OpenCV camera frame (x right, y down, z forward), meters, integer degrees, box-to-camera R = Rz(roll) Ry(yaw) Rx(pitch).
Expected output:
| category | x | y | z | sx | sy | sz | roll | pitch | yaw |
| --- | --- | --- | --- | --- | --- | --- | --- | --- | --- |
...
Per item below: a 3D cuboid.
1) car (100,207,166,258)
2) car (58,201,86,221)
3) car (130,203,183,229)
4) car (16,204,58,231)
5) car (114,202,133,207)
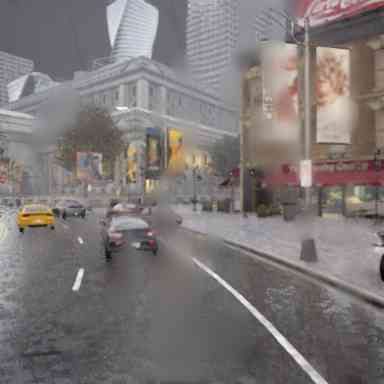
| category | x | y | z | sx | sy | sz | roll | pitch | yaw |
| --- | --- | --- | --- | --- | --- | --- | --- | --- | --- |
| car | -2.499 | 1.533 | 12.843 | 1.812 | 1.442 | 4.674 | 0 | 0 | -17 |
| car | -10.594 | 1.541 | 28.312 | 2.128 | 1.511 | 4.902 | 0 | 0 | -36 |
| car | -2.279 | 1.596 | 21.096 | 1.895 | 1.301 | 4.718 | 0 | 0 | -23 |
| car | -10.067 | 1.528 | 21.280 | 1.882 | 1.535 | 5.008 | 0 | 0 | -29 |
| car | -5.171 | 1.536 | 26.043 | 2.002 | 1.452 | 4.674 | 0 | 0 | -33 |
